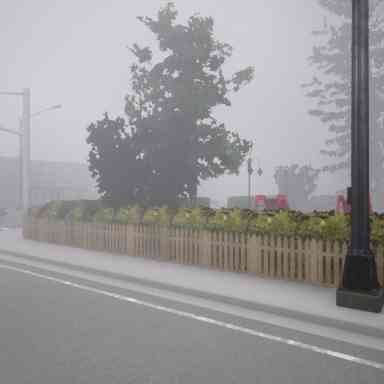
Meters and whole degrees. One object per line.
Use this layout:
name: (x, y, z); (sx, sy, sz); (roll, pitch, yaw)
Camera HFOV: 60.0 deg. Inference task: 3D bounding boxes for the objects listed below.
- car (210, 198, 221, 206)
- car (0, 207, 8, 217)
car: (2.770, 1.668, 53.936); (1.895, 1.301, 4.718); (0, 0, 35)
car: (-17.112, 1.547, 25.474); (2.033, 1.411, 5.357); (0, 0, 30)
